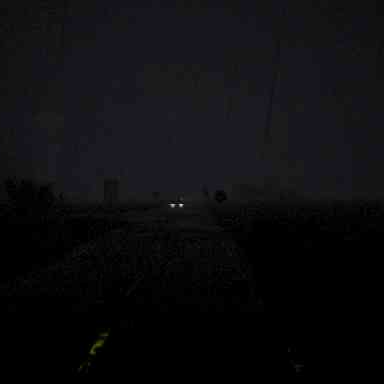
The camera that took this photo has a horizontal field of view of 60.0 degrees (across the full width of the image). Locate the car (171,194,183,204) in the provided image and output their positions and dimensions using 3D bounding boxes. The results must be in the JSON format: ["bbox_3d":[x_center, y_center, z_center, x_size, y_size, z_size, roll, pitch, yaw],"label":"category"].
[{"bbox_3d":[-2.773,1.332,62.158,2.097,1.767,4.553,0,-1,0],"label":"car"}]
